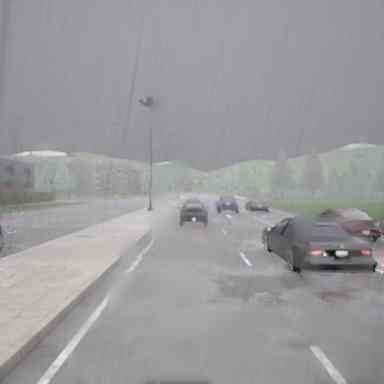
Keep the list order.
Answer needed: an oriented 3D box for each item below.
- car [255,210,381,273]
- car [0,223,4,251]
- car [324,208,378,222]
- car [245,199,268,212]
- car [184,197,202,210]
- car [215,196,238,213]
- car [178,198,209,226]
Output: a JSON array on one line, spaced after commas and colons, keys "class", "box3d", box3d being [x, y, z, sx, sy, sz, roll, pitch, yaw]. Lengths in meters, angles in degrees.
[{"class": "car", "box3d": [3.607, 1.514, 10.505, 2.033, 1.411, 5.357, 0, 0, 0]}, {"class": "car", "box3d": [-8.084, 1.317, 10.531, 2.097, 1.767, 4.553, 0, 0, 0]}, {"class": "car", "box3d": [7.126, 1.475, 15.903, 1.812, 1.442, 4.674, 0, 0, 0]}, {"class": "car", "box3d": [7.127, 1.445, 37.009, 1.994, 1.385, 4.181, 0, 0, 0]}, {"class": "car", "box3d": [0.130, 1.415, 41.263, 2.033, 1.411, 5.357, 0, 0, 0]}, {"class": "car", "box3d": [3.625, 1.238, 35.406, 2.097, 1.767, 4.553, 0, 0, 0]}, {"class": "car", "box3d": [0.116, 1.431, 22.838, 1.837, 1.490, 4.892, 0, 0, 0]}]
